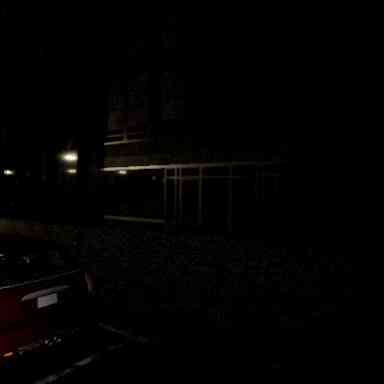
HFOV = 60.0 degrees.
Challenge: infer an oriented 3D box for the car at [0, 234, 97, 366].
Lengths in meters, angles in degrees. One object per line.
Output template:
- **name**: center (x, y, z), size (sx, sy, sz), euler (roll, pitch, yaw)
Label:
- **car**: center (-3.436, 1.408, 5.410), size (4.097, 1.590, 1.967), euler (0, 0, 35)

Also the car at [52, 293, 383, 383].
- **car**: center (1.152, 1.581, 2.138), size (4.206, 1.307, 1.802), euler (0, 0, 35)
